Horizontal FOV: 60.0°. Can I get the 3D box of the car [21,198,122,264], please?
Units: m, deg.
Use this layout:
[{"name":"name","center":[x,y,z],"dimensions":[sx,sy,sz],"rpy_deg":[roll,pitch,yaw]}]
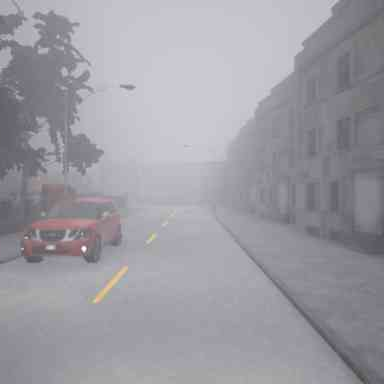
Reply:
[{"name":"car","center":[-4.109,1.267,12.419],"dimensions":[2.150,2.045,5.566],"rpy_deg":[0,0,0]}]
